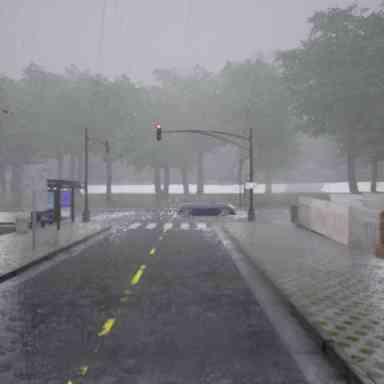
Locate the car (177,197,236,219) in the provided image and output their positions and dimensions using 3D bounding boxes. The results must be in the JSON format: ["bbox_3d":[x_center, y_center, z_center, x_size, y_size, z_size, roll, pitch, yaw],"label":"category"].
[{"bbox_3d":[1.129,1.153,26.257,4.553,1.767,2.097,-1,0,0],"label":"car"}]
